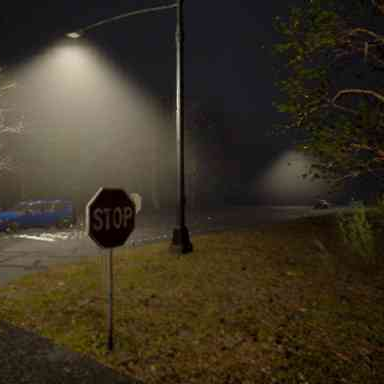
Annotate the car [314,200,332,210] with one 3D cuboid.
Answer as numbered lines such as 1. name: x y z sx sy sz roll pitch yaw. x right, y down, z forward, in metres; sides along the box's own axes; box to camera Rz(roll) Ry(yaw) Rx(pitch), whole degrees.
1. car: 20.161 1.944 51.215 1.812 1.442 4.674 -1 -1 36

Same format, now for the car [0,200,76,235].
1. car: -10.180 1.611 21.287 2.150 2.045 5.566 -1 0 36
